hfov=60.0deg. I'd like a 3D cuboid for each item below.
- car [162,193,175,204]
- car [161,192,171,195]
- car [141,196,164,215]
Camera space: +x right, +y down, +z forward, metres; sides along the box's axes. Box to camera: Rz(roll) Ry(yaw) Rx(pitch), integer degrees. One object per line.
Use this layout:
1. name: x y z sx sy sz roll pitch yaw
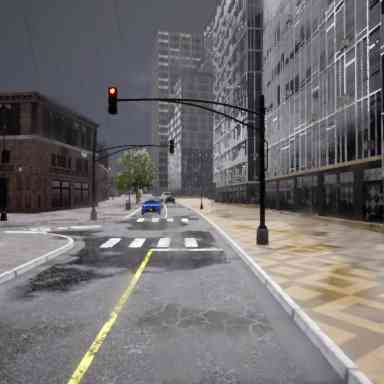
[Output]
1. car: -4.288 1.498 64.299 1.837 1.490 4.892 0 0 -8
2. car: -5.757 1.045 74.638 2.150 2.045 5.566 0 0 -9
3. car: -4.174 1.475 34.658 1.882 1.535 5.008 0 0 -4
